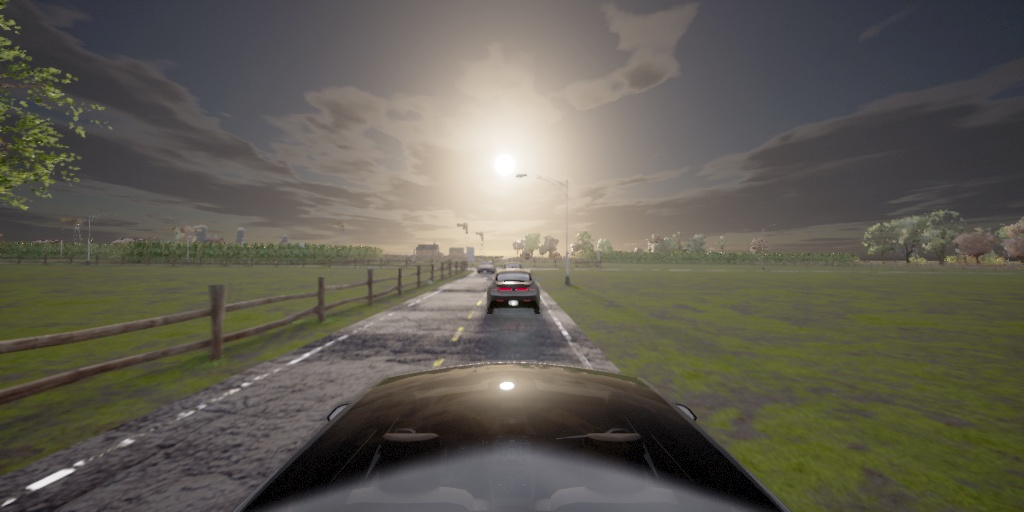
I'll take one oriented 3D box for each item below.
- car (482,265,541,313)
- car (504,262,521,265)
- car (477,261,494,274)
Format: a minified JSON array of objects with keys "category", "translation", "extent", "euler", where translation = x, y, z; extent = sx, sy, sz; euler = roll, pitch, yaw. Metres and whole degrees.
[{"category":"car","translation":[0.064,1.251,13.875],"extent":[1.837,1.490,4.892],"euler":[0,0,0]},{"category":"car","translation":[0.059,1.242,28.611],"extent":[1.837,1.490,4.892],"euler":[0,0,0]},{"category":"car","translation":[-2.807,1.276,40.157],"extent":[2.033,1.411,5.357],"euler":[0,0,1]}]
